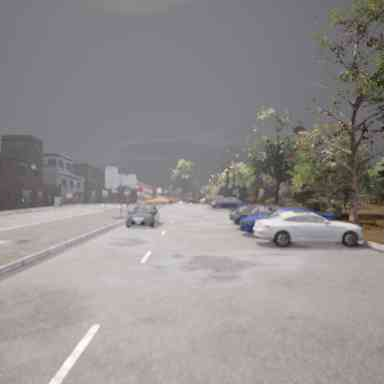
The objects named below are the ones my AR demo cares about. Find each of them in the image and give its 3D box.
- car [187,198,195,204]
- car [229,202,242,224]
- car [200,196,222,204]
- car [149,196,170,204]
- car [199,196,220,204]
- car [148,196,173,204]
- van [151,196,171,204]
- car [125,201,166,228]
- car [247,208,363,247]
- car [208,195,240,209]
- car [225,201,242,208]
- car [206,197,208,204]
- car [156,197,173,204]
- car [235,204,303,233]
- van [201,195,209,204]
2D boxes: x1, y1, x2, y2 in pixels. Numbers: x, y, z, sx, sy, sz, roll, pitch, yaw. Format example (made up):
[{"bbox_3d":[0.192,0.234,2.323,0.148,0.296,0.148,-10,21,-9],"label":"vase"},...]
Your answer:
[{"bbox_3d":[-0.287,2.171,80.669,1.837,1.490,4.892,0,-2,-1],"label":"car"},{"bbox_3d":[5.075,1.584,21.221,4.892,1.521,2.231,0,0,0],"label":"car"},{"bbox_3d":[4.749,2.012,83.971,5.566,2.045,2.435,0,-2,-1],"label":"car"},{"bbox_3d":[-7.391,1.924,76.254,4.553,1.767,2.185,0,-1,-1],"label":"car"},{"bbox_3d":[4.675,2.198,89.429,5.566,2.045,2.435,0,-2,-1],"label":"car"},{"bbox_3d":[-7.581,1.983,73.332,5.366,1.575,1.946,0,-1,-1],"label":"car"},{"bbox_3d":[-7.333,1.904,79.293,4.442,1.987,1.878,0,-2,-1],"label":"van"},{"bbox_3d":[-3.298,1.603,22.959,2.128,1.511,4.902,0,0,1],"label":"car"},{"bbox_3d":[5.080,1.592,14.799,4.674,1.452,2.002,0,0,0],"label":"car"},{"bbox_3d":[5.107,1.590,48.834,4.553,1.767,2.185,0,0,0],"label":"car"},{"bbox_3d":[5.077,1.638,24.497,4.674,1.452,2.002,0,0,0],"label":"car"},{"bbox_3d":[5.033,1.773,52.003,4.674,1.452,2.002,0,0,0],"label":"car"},{"bbox_3d":[-7.561,2.392,91.428,4.553,1.767,2.185,0,-2,-1],"label":"car"},{"bbox_3d":[5.087,1.567,17.948,5.008,1.535,2.097,0,0,0],"label":"car"},{"bbox_3d":[4.760,1.750,72.799,4.442,1.987,1.878,0,-1,-1],"label":"van"}]
